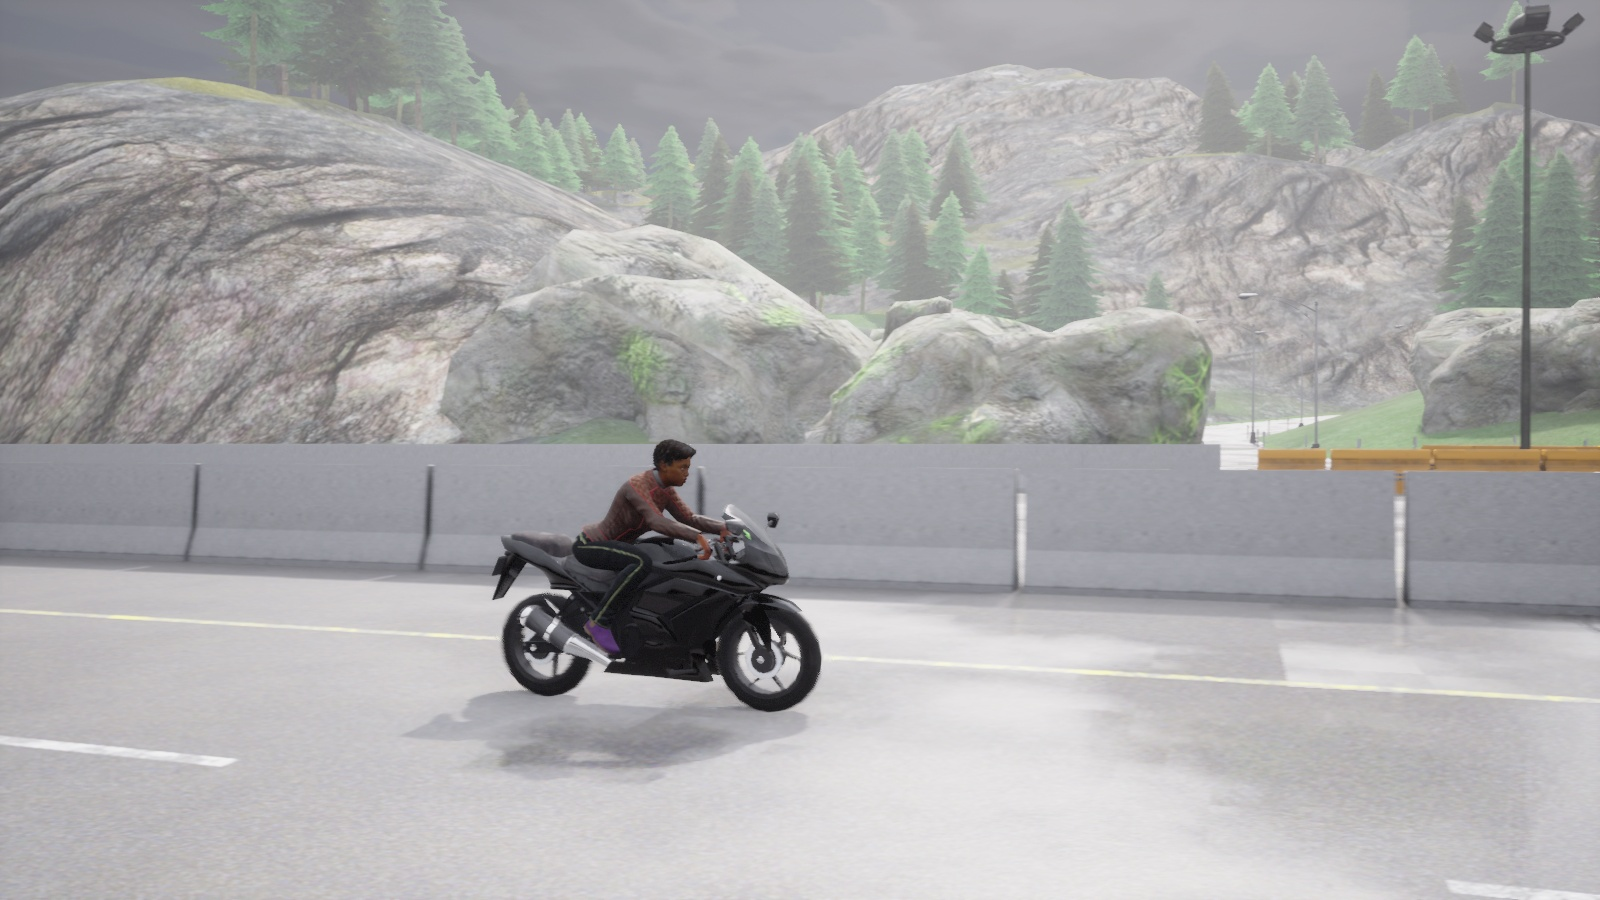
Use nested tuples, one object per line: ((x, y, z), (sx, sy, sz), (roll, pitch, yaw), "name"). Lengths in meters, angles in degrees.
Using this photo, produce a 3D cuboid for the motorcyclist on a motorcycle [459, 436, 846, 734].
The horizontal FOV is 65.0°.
((-0.834, 0.691, 7.166), (2.044, 1.523, 0.797), (1, 1, 19), "motorcyclist on a motorcycle")
